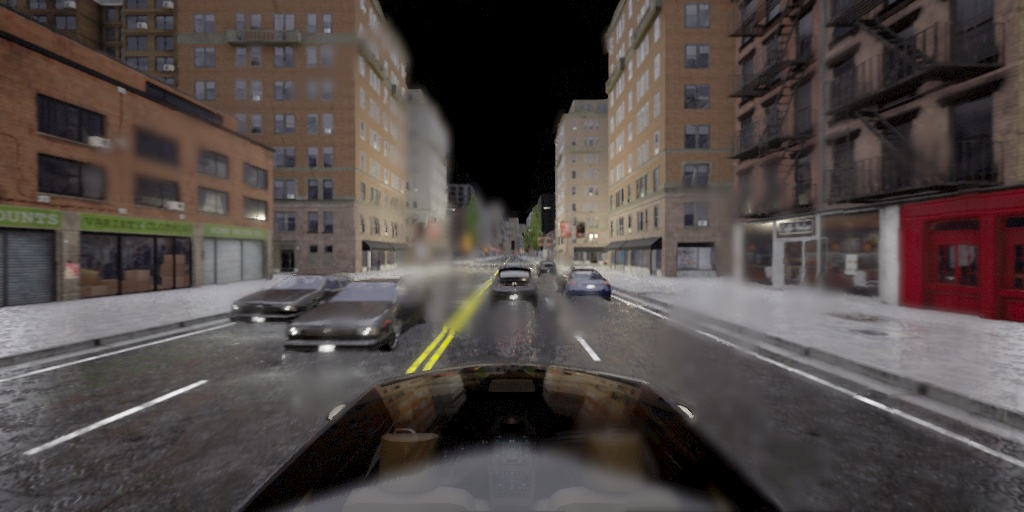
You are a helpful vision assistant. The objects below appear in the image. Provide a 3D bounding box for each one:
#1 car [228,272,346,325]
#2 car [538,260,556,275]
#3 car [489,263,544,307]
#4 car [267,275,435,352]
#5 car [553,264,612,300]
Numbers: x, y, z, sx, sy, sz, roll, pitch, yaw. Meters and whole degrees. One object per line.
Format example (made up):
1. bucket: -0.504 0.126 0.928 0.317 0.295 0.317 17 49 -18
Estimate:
1. car: -6.562 1.266 11.967 2.033 1.411 5.357 0 0 0
2. car: 3.354 1.152 34.315 1.837 1.490 4.892 0 0 0
3. car: 0.102 1.212 15.023 1.837 1.490 4.892 0 0 0
4. car: -3.328 1.274 9.125 2.033 1.411 5.357 0 0 0
5. car: 3.353 1.264 17.244 1.994 1.385 4.181 0 0 0
